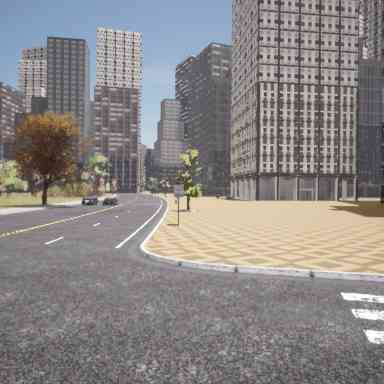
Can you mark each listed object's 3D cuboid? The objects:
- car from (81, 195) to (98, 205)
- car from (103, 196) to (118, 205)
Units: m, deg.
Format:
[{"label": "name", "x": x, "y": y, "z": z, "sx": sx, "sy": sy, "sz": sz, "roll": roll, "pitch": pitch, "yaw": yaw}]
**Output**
[{"label": "car", "x": -16.285, "y": 1.310, "z": 53.244, "sx": 2.128, "sy": 1.511, "sz": 4.902, "roll": 0, "pitch": 0, "yaw": -4}, {"label": "car", "x": -13.045, "y": 1.411, "z": 53.493, "sx": 1.994, "sy": 1.385, "sz": 4.181, "roll": 0, "pitch": 0, "yaw": -4}]
